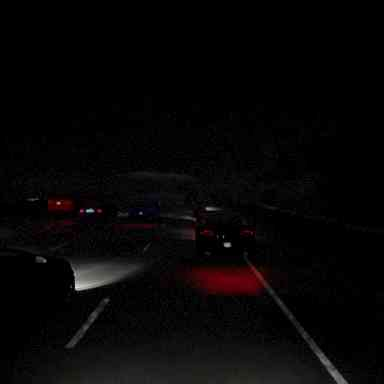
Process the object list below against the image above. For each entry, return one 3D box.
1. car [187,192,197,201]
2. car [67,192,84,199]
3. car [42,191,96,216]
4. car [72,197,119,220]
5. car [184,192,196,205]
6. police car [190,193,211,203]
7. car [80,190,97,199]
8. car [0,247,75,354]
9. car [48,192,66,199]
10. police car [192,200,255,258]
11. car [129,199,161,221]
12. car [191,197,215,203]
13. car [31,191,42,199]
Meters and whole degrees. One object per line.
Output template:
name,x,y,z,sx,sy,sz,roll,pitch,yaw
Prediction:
car,-0.008,0.778,60.223,1.837,1.490,4.892,0,1,0
car,-24.512,0.687,70.072,1.994,1.385,4.181,0,1,0
car,-10.393,0.935,28.635,2.150,2.045,5.566,0,1,0
car,-6.904,1.309,25.115,2.033,1.411,5.357,0,1,0
car,0.005,0.820,46.330,2.097,1.767,4.553,0,1,0
police car,1.045,1.141,28.456,1.930,1.638,5.238,0,1,0
car,-21.011,0.513,67.575,2.097,1.767,4.553,0,1,0
car,-3.401,1.531,5.201,1.994,1.385,4.181,0,0,0
car,-28.012,0.700,69.238,1.994,1.385,4.181,0,1,0
police car,1.048,1.334,12.440,1.930,1.638,5.238,0,1,0
car,-3.404,1.245,24.679,1.882,1.535,5.008,0,1,0
car,1.046,1.323,22.341,1.812,1.442,4.674,0,1,0
car,-31.512,0.502,69.265,2.097,1.767,4.553,0,1,0
